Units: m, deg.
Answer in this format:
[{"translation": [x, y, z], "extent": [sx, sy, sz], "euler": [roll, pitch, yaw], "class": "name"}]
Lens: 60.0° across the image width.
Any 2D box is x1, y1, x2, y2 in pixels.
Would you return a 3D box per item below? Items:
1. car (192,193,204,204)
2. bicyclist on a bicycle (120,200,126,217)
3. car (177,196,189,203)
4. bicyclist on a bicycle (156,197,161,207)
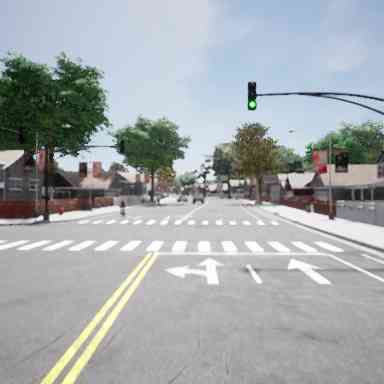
[{"translation": [1.319, 1.310, 67.978], "extent": [2.150, 2.045, 5.566], "euler": [0, 0, 6], "class": "car"}, {"translation": [-6.589, 1.573, 31.669], "extent": [0.582, 1.620, 1.656], "euler": [0, 0, 3], "class": "bicyclist on a bicycle"}, {"translation": [-1.915, 1.509, 68.293], "extent": [1.812, 1.442, 4.674], "euler": [0, 0, 6], "class": "car"}, {"translation": [-5.374, 1.581, 53.660], "extent": [0.866, 1.612, 1.509], "euler": [-2, 0, 1], "class": "bicyclist on a bicycle"}]
